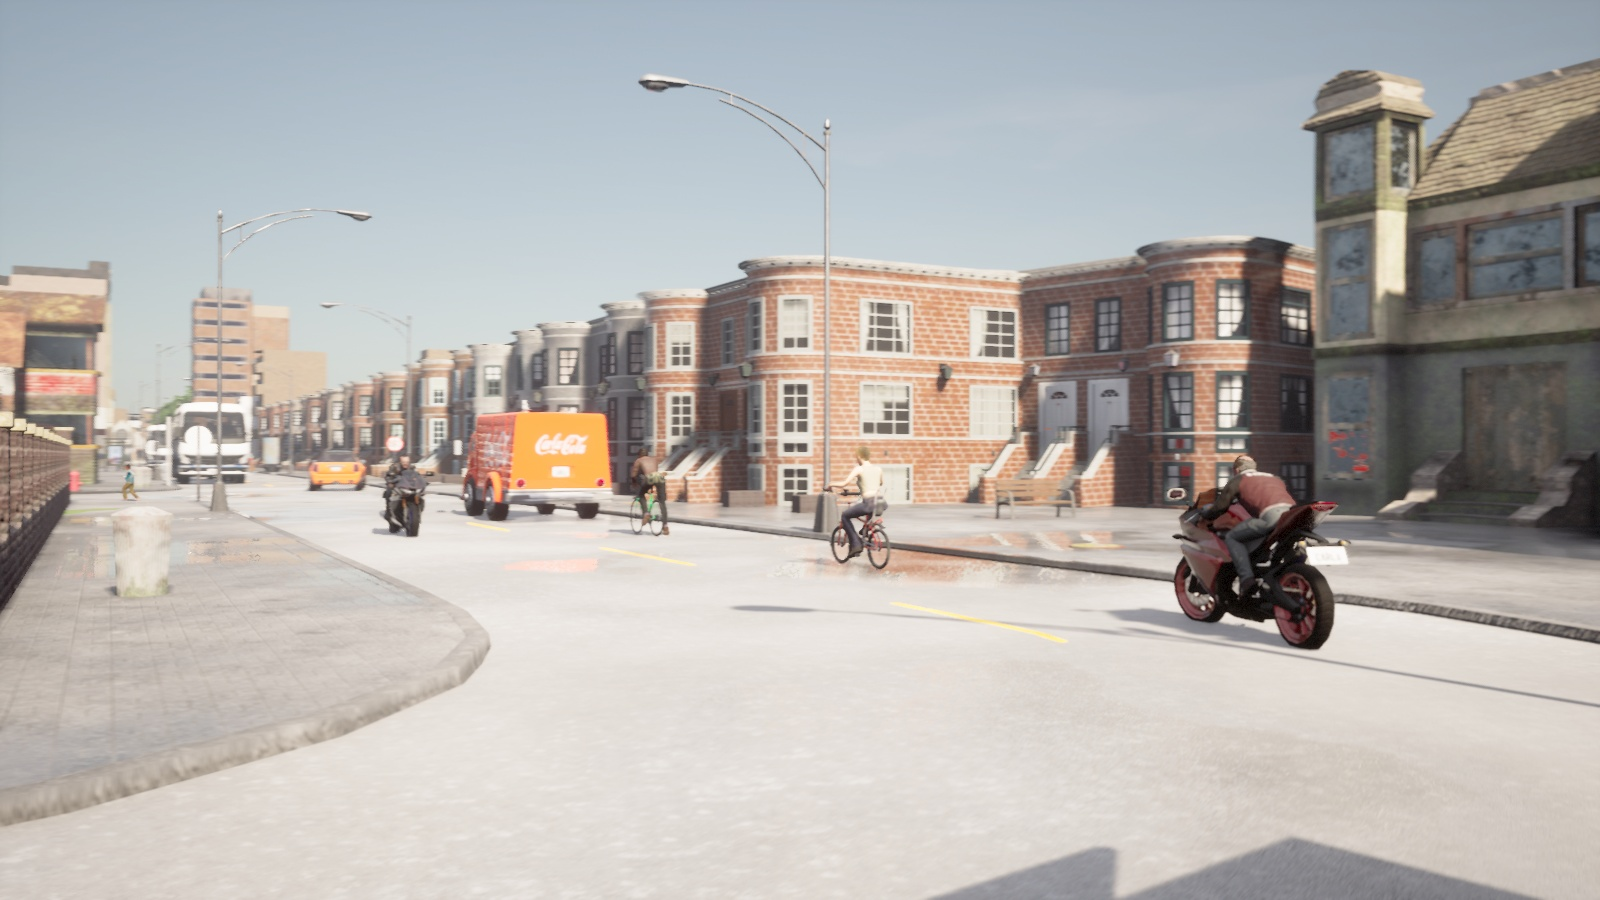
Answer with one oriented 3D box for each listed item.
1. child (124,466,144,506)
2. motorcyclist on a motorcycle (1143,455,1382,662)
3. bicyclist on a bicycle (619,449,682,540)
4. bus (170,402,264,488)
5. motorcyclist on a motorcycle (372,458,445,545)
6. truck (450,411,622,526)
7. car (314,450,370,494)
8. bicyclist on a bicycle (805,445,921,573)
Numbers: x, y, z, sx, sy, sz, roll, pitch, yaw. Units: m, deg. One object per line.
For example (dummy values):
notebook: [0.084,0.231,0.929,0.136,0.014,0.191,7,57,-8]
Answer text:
child: [-19.975,1.071,37.677,0.448,1.192,0.343,0,0,-9]
motorcyclist on a motorcycle: [3.769,0.812,10.492,0.866,1.530,2.191,0,0,-11]
bicyclist on a bicycle: [-2.805,0.808,23.392,0.582,1.620,1.656,0,-1,-29]
bus: [-31.365,-0.224,67.315,3.944,4.253,10.273,0,0,-28]
motorcyclist on a motorcycle: [-7.265,0.907,23.219,0.866,1.530,2.191,0,0,-29]
truck: [-6.412,0.411,29.984,2.627,2.467,5.204,0,0,-28]
car: [-19.602,0.909,53.903,2.097,1.767,4.553,0,0,-18]
bicyclist on a bicycle: [0.818,0.750,16.709,0.866,1.612,1.509,0,0,-28]
